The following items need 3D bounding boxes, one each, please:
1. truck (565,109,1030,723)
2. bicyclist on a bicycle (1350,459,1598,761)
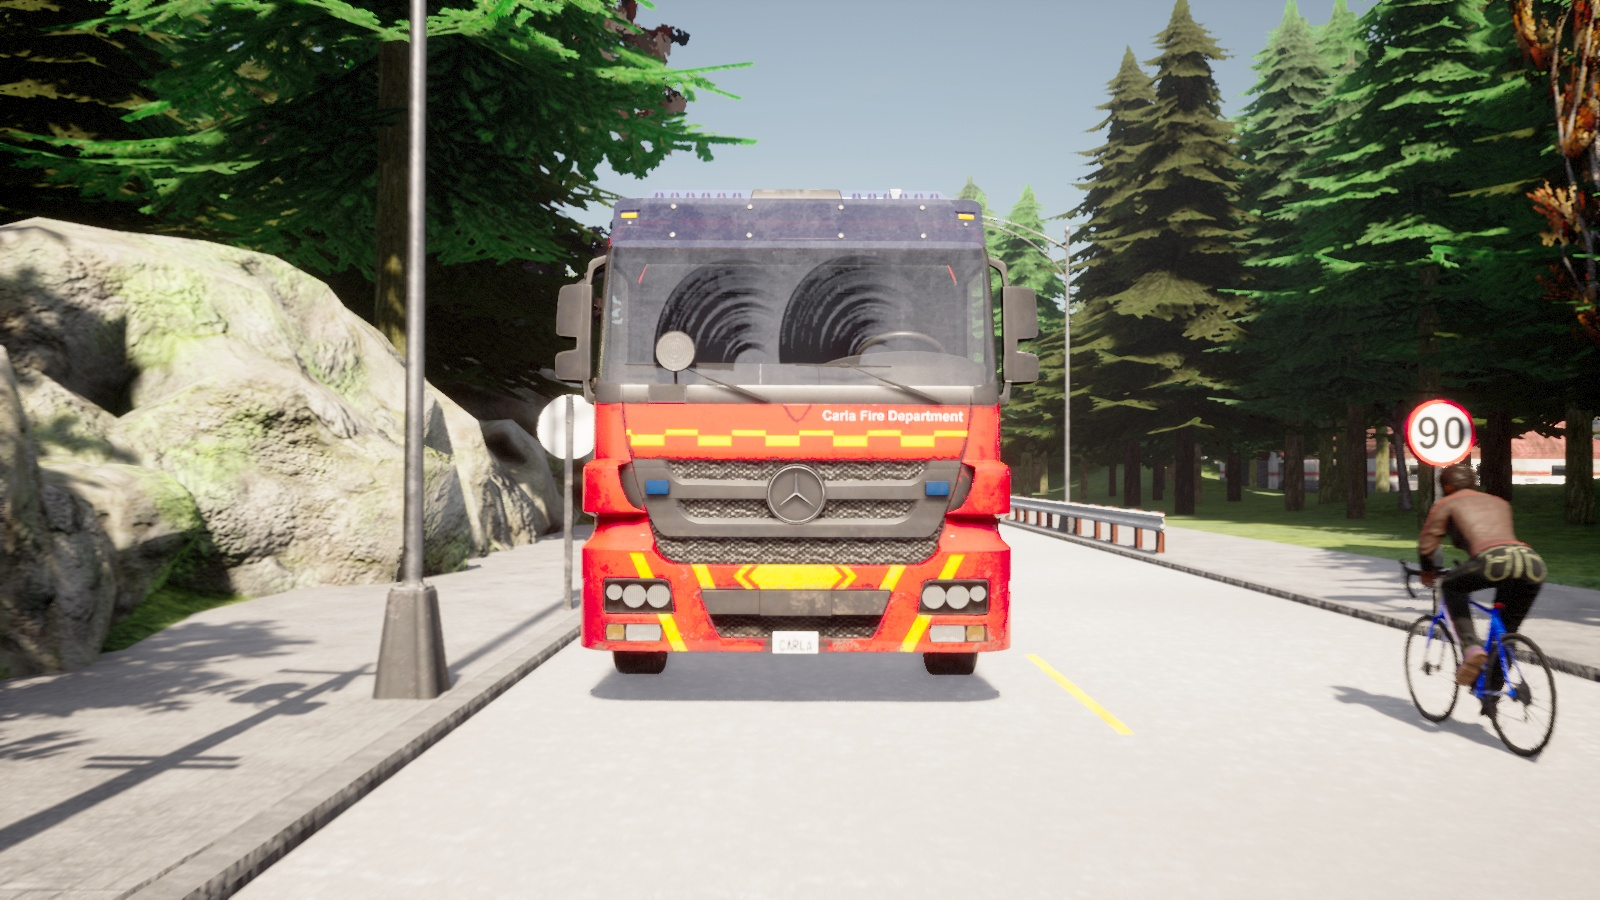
[{"bbox_3d":[-0.028,-0.148,12.074,2.891,3.827,8.468,0,-1,0],"label":"truck"},{"bbox_3d":[3.989,0.879,7.593,0.582,1.620,1.656,0,-1,0],"label":"bicyclist on a bicycle"}]
